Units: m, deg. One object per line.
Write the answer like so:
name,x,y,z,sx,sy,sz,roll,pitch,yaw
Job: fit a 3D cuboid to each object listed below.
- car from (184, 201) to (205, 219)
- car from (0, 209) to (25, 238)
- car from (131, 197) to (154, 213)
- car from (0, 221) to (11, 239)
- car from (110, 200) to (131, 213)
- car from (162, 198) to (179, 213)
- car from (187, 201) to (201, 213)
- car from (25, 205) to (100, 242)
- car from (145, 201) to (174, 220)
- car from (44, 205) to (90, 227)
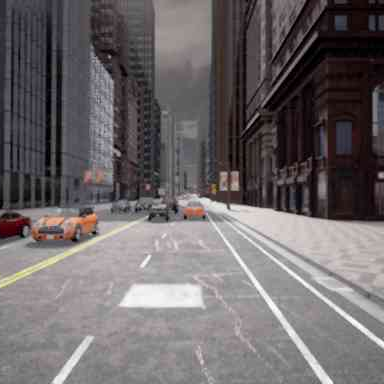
car,0.254,1.747,33.677,2.097,1.767,4.553,0,-1,0
car,-9.773,1.637,16.293,1.882,1.535,5.008,0,-1,1
car,-6.290,1.732,44.904,2.150,2.045,5.566,0,-1,0
car,-6.574,1.615,7.391,2.033,1.411,5.357,0,-1,0
car,-9.539,1.864,45.003,2.097,1.767,4.553,0,-1,0
car,-2.936,1.752,44.751,2.150,2.045,5.566,0,0,0
car,0.318,2.068,46.608,1.837,1.490,4.892,0,0,0
car,-6.497,1.536,17.603,2.097,1.767,4.553,0,-1,1
car,-3.005,1.866,31.739,1.837,1.490,4.892,0,-1,0
car,-9.687,1.802,26.196,1.812,1.442,4.674,0,-1,1
